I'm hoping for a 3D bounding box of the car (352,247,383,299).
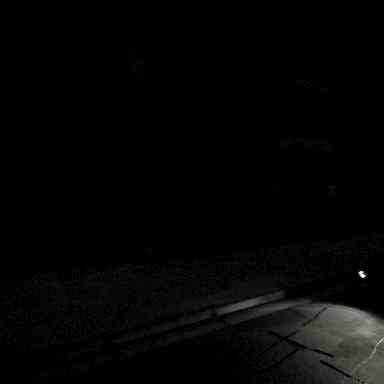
[{"bbox_3d":[5.859,1.550,7.570,5.357,1.411,2.033,0,0,-36],"label":"car"}]
